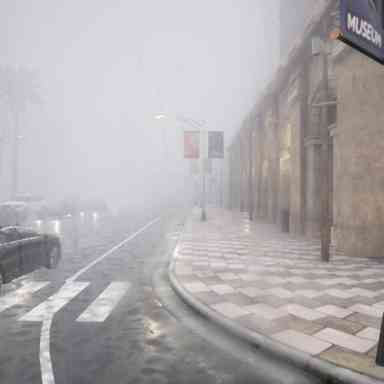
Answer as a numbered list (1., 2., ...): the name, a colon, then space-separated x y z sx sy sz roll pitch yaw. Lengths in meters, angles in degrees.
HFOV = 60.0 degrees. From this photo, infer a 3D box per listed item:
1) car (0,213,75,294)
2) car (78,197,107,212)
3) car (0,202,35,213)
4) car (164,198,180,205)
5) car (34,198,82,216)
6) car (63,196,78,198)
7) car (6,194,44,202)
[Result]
1. car: -4.895 1.499 8.168 2.128 1.511 4.902 0 0 1
2. car: -11.424 1.526 39.085 1.812 1.442 4.674 0 0 1
3. car: -11.840 1.547 19.772 2.033 1.411 5.357 0 0 1
4. car: -3.450 1.604 57.796 1.895 1.301 4.718 0 0 10
5. car: -11.669 1.526 29.199 1.812 1.442 4.674 0 0 1
6. car: -14.895 1.352 40.338 2.097 1.767 4.553 0 0 2
7. car: -15.157 1.221 30.017 2.150 2.045 5.566 0 0 1
